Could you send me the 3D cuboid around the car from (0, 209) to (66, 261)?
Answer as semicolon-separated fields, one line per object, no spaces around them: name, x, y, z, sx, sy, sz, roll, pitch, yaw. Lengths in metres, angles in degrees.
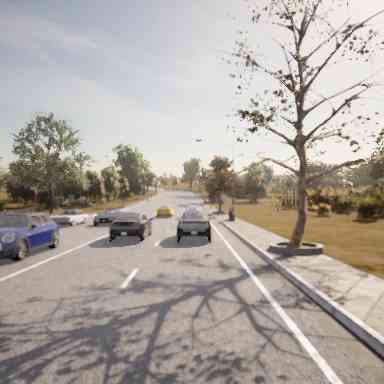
car;-7.081;1.611;13.321;2.097;1.767;4.553;0;-1;0

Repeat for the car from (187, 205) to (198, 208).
car;0.108;2.411;42.068;1.812;1.442;4.674;0;-1;0

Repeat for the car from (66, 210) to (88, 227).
car;-10.497;2.191;28.504;1.895;1.301;4.718;0;-1;0

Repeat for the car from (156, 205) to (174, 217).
car;-3.386;2.366;42.178;1.882;1.535;5.008;0;-1;0

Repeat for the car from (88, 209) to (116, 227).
car;-7.002;2.151;28.335;1.994;1.385;4.181;0;-1;0

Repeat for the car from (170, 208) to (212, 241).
car;0.109;1.872;18.902;2.128;1.511;4.902;0;-1;0

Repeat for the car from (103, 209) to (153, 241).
car;-3.392;1.888;19.019;1.837;1.490;4.892;0;-1;0
